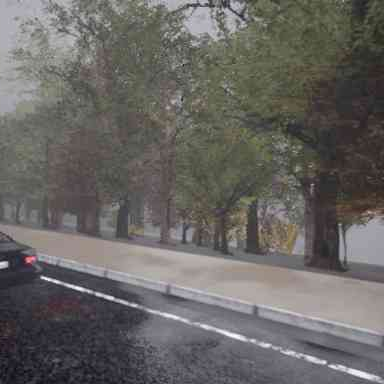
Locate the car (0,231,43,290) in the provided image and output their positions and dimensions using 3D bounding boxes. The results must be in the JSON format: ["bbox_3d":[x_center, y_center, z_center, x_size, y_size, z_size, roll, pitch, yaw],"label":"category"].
[{"bbox_3d":[-5.641,1.379,7.710,5.357,1.411,2.033,1,1,36],"label":"car"}]
